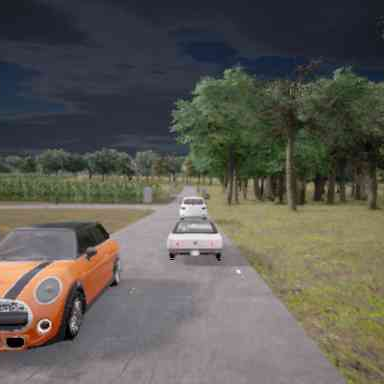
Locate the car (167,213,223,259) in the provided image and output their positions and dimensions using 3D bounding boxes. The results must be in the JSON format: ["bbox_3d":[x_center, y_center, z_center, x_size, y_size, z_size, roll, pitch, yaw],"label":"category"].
[{"bbox_3d":[0.106,1.730,13.107,1.895,1.301,4.718,0,-1,0],"label":"car"}]

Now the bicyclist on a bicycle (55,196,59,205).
[{"bbox_3d":[-23.418,1.442,57.763,0.582,1.620,1.656,1,0,-11],"label":"bicyclist on a bicycle"}]

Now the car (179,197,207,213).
[{"bbox_3d":[0.115,1.452,28.405,2.150,2.045,5.566,0,0,0],"label":"car"}]

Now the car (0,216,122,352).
[{"bbox_3d":[-2.846,1.424,6.640,2.097,1.767,4.553,0,-1,0],"label":"car"}]
